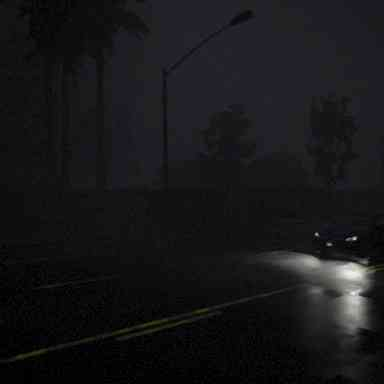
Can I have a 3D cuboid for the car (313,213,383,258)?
[{"bbox_3d":[6.746,1.584,13.107,4.674,1.442,1.812,0,0,-35],"label":"car"}]
